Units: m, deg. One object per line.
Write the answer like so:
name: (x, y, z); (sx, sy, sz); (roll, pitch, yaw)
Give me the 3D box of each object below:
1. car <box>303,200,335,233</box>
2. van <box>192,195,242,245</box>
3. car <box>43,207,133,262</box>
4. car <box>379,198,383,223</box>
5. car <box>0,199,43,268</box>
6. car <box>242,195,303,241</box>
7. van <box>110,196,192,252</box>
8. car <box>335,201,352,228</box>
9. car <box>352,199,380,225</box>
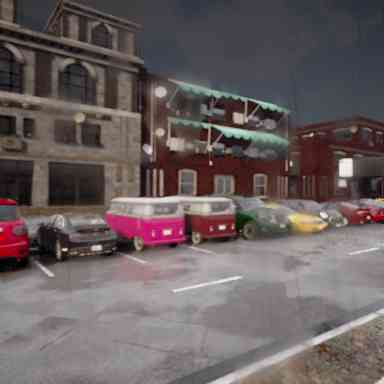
car: (4.804, 1.406, 18.600); (1.946, 1.575, 5.366); (0, 0, -35)
van: (0.000, 1.216, 15.547); (1.878, 1.987, 4.442); (0, 0, -35)
car: (-4.357, 1.469, 12.296); (2.231, 1.521, 4.892); (-1, 0, -35)
car: (11.367, 1.376, 23.546); (2.163, 1.488, 4.792); (-1, 0, -36)
car: (-6.743, 1.227, 10.645); (2.435, 2.045, 5.566); (0, 0, -35)
car: (2.446, 1.174, 17.110); (2.435, 2.045, 5.566); (0, 0, -35)
van: (-2.163, 1.230, 14.009); (1.878, 1.987, 4.442); (0, 0, -35)
car: (6.840, 1.264, 20.319); (2.185, 1.767, 4.553); (-1, 0, -35)
car: (9.124, 1.369, 21.903); (2.097, 1.535, 5.008); (-1, 0, -36)
